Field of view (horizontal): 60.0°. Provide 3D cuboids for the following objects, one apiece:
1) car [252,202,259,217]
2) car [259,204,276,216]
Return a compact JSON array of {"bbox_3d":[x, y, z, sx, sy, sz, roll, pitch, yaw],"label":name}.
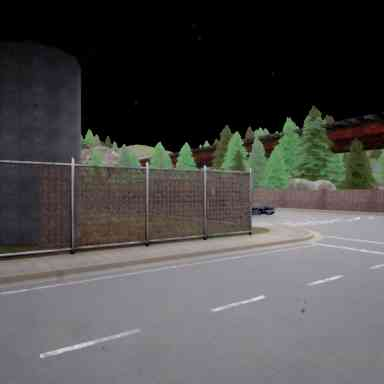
[{"bbox_3d":[3.375,1.562,28.801,1.994,1.385,4.181,0,0,-36],"label":"car"},{"bbox_3d":[5.654,1.599,31.620,1.895,1.301,4.718,0,0,-36],"label":"car"}]
